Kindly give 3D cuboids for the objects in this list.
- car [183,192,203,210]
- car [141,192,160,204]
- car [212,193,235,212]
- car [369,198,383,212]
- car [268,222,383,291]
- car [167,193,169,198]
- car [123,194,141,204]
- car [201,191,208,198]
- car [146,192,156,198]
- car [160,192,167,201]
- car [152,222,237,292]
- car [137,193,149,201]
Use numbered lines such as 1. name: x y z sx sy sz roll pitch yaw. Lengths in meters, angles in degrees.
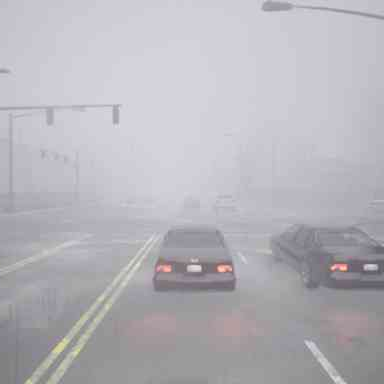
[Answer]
1. car: -0.034 1.272 42.173 2.097 1.767 4.553 0 0 0
2. car: -7.253 1.292 58.216 1.837 1.490 4.892 0 1 0
3. car: 3.478 1.154 37.459 2.150 2.045 5.566 0 0 0
4. car: 21.795 1.172 35.181 5.566 2.045 2.150 -1 0 -2
5. car: 3.551 1.536 9.108 2.033 1.411 5.357 0 0 0
6. car: -7.282 0.814 88.423 1.994 1.385 4.181 0 1 0
7. car: -10.752 1.269 58.212 1.882 1.535 5.008 0 1 0
8. car: 3.216 0.841 88.907 1.895 1.301 4.718 0 1 0
9. car: -10.783 0.799 88.483 2.033 1.411 5.357 0 1 0
10. car: -7.234 1.050 73.333 1.882 1.535 5.008 0 1 0
11. car: 0.050 1.536 8.998 2.033 1.411 5.357 0 0 0
12. car: -10.734 1.100 73.146 1.812 1.442 4.674 0 1 0
